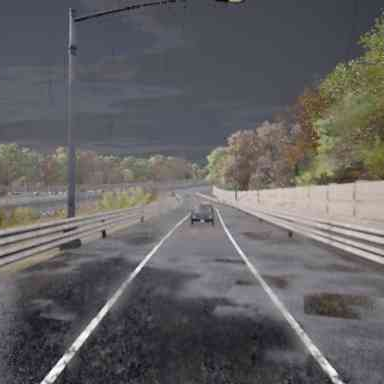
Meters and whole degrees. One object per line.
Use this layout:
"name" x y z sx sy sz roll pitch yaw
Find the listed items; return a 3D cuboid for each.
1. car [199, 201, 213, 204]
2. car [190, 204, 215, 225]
"car" 1.962 2.012 47.145 1.882 1.535 5.008 0 0 3
"car" 0.882 1.908 27.102 1.895 1.301 4.718 0 -1 3
